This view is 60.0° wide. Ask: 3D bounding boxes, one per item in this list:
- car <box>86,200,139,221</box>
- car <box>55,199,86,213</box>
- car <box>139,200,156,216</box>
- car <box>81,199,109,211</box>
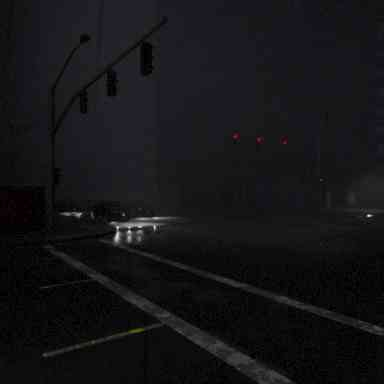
[{"bbox_3d":[-6.708,1.491,27.641,2.128,1.511,4.902,0,0,-36],"label":"car"},{"bbox_3d":[-14.281,1.547,38.173,2.033,1.411,5.357,0,0,-36],"label":"car"},{"bbox_3d":[-5.221,1.526,31.596,1.812,1.442,4.674,0,0,-36],"label":"car"},{"bbox_3d":[-12.097,1.601,41.141,1.895,1.301,4.718,0,0,-36],"label":"car"}]
